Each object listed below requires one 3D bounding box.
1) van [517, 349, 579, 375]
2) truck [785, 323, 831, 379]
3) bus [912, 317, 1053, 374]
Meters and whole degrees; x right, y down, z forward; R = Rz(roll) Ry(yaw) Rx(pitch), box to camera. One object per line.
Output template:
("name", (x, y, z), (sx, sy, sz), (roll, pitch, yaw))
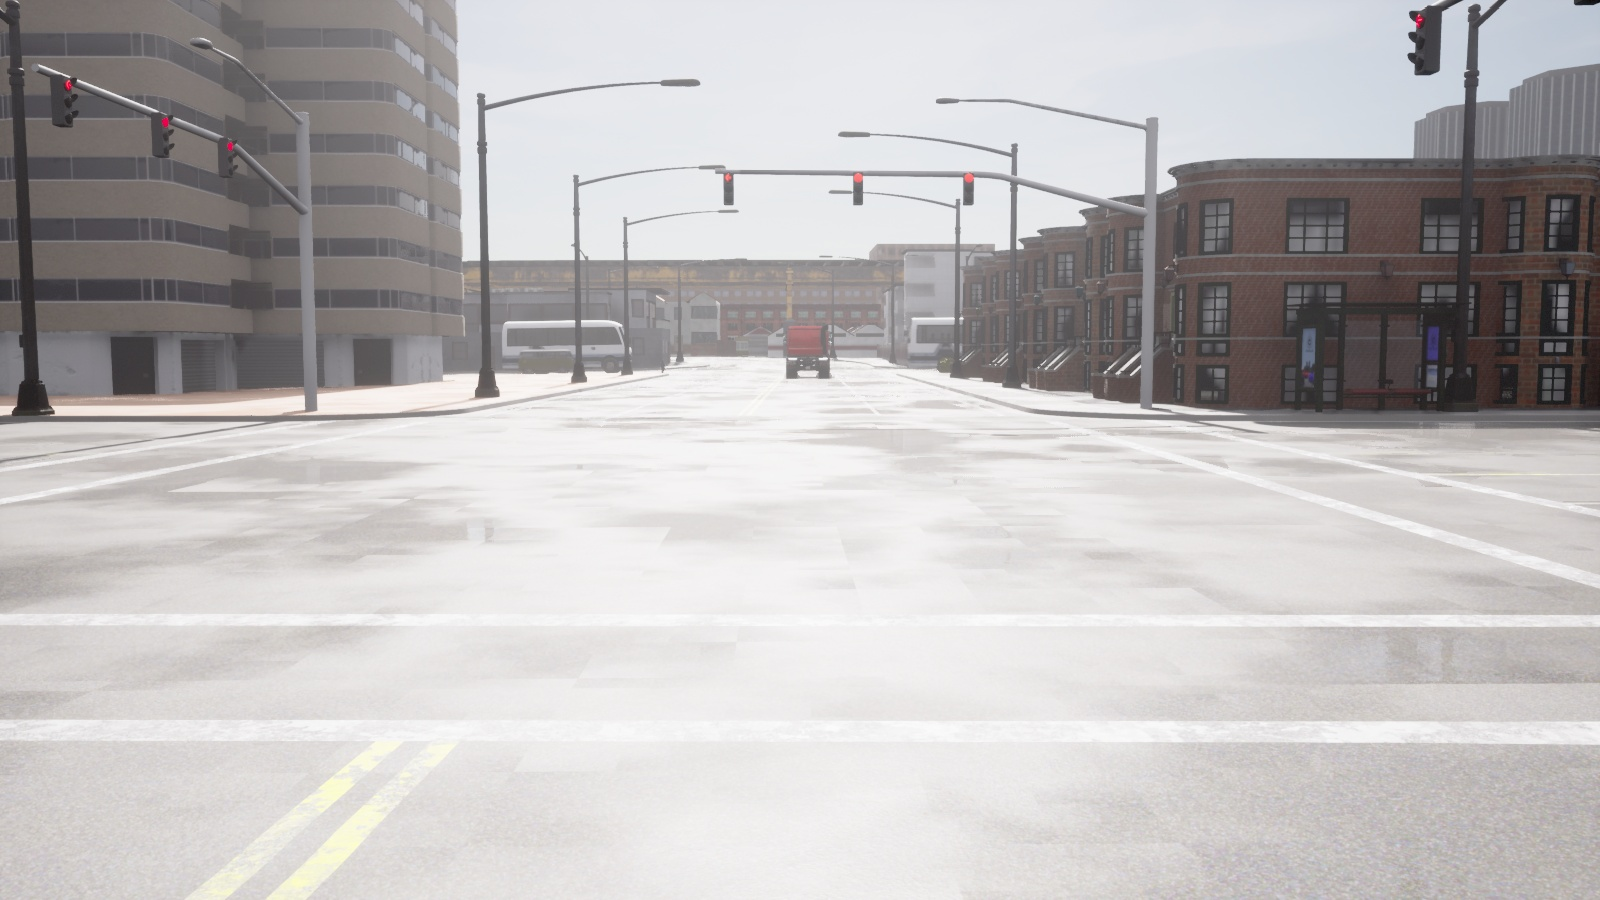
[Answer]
("van", (-19.381, -6.788, 96.743), (4.442, 1.987, 1.775), (-1, 5, -1))
("truck", (0.520, -6.457, 81.813), (2.891, 3.462, 7.936), (0, 5, 0))
("bus", (13.944, -8.046, 96.851), (10.273, 4.253, 3.944), (0, 5, 1))
